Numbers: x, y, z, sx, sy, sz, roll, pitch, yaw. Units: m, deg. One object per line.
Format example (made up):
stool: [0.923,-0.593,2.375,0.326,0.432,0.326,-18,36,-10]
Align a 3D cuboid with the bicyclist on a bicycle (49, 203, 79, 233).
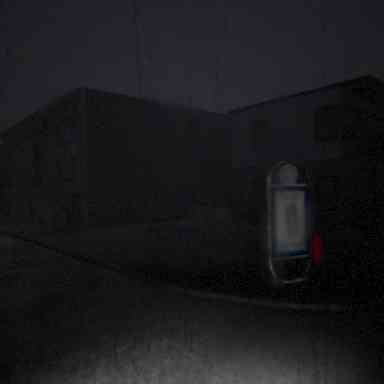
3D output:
bicyclist on a bicycle: [-7.009,1.427,18.282,1.656,1.620,0.582,-2,1,-41]
